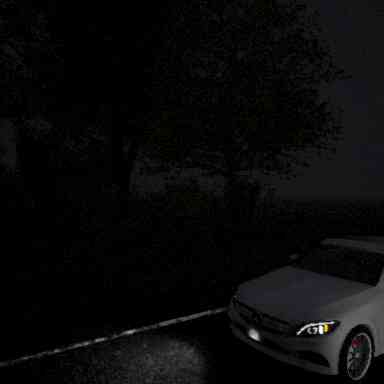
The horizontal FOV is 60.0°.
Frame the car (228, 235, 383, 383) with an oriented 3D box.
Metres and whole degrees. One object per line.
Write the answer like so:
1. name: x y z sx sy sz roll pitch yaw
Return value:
1. car: 2.739 1.488 5.378 4.674 1.442 1.812 0 0 -32
